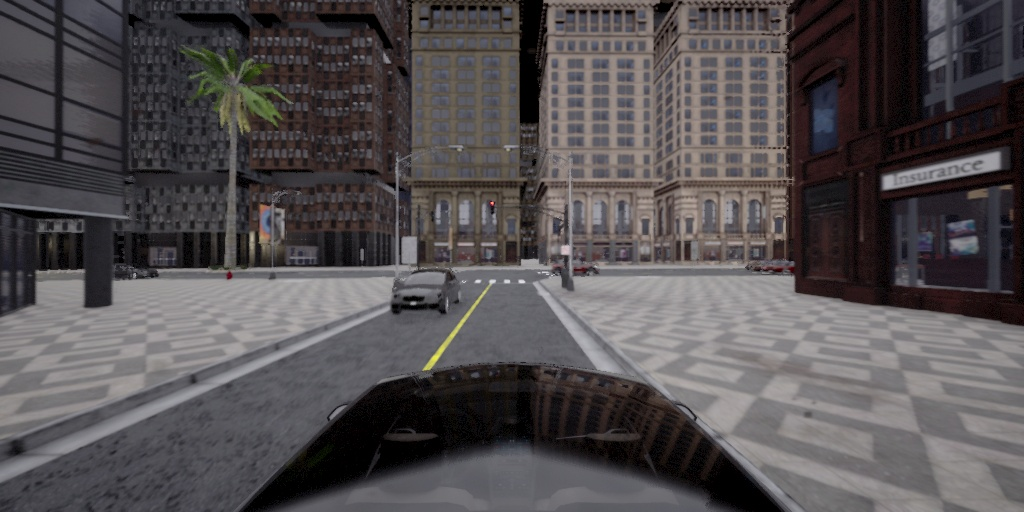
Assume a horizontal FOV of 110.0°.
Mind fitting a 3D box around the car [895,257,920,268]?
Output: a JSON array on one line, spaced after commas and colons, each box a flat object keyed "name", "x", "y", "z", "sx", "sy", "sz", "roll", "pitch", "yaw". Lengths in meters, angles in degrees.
[{"name": "car", "x": 46.534, "y": 0.745, "z": 41.467, "sx": 4.718, "sy": 1.301, "sz": 1.895, "roll": 0, "pitch": 0, "yaw": 0}]

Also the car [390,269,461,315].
[{"name": "car", "x": -3.088, "y": 1.252, "z": 13.671, "sx": 1.837, "sy": 1.490, "sz": 4.892, "roll": 0, "pitch": -1, "yaw": 0}]

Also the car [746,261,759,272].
[{"name": "car", "x": 30.403, "y": 1.120, "z": 41.417, "sx": 5.357, "sy": 1.411, "sz": 2.033, "roll": 0, "pitch": 0, "yaw": 0}]

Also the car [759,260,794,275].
[{"name": "car", "x": 27.272, "y": 1.177, "z": 34.800, "sx": 4.718, "sy": 1.301, "sz": 1.895, "roll": 0, "pitch": 0, "yaw": 0}]

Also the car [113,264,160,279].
[{"name": "car", "x": -36.642, "y": 1.517, "z": 34.245, "sx": 4.892, "sy": 1.490, "sz": 1.837, "roll": 1, "pitch": 0, "yaw": 0}]

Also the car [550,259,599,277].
[{"name": "car", "x": 6.029, "y": 1.024, "z": 34.616, "sx": 4.553, "sy": 1.767, "sz": 2.097, "roll": 0, "pitch": 0, "yaw": 0}]
